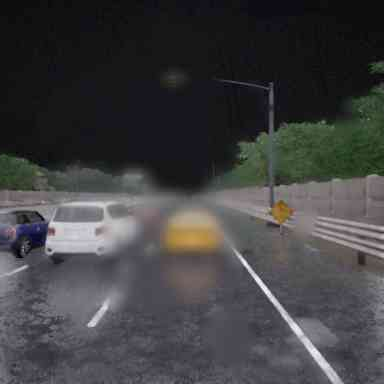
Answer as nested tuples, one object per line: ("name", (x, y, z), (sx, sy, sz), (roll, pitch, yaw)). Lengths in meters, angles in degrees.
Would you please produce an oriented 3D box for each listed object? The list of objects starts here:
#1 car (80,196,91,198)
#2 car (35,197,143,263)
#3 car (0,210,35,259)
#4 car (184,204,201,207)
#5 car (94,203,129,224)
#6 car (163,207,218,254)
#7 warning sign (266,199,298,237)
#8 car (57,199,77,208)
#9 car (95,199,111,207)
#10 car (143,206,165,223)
("car", (-20.957, 1.904, 65.333), (2.150, 2.045, 5.566), (0, 0, 0))
("car", (-3.479, 1.360, 12.601), (2.150, 2.045, 5.566), (0, 0, 0))
("car", (-6.968, 1.495, 13.445), (2.097, 1.767, 4.553), (0, -1, 0))
("car", (0.041, 1.795, 28.506), (2.128, 1.511, 4.902), (0, 0, 0))
("car", (-6.951, 1.788, 29.259), (1.882, 1.535, 5.008), (0, 0, 1))
("car", (0.039, 1.630, 14.243), (1.882, 1.535, 5.008), (0, 0, 1))
("warning sign", (4.549, 1.297, 16.979), (1.300, 1.860, 1.060), (-1, -1, 0))
("car", (-24.457, 2.205, 65.322), (2.128, 1.511, 4.902), (0, -1, 0))
("car", (-17.460, 2.182, 65.511), (1.837, 1.490, 4.892), (0, 0, 0))
("car", (-3.458, 1.867, 28.528), (1.994, 1.385, 4.181), (0, 0, 1))
